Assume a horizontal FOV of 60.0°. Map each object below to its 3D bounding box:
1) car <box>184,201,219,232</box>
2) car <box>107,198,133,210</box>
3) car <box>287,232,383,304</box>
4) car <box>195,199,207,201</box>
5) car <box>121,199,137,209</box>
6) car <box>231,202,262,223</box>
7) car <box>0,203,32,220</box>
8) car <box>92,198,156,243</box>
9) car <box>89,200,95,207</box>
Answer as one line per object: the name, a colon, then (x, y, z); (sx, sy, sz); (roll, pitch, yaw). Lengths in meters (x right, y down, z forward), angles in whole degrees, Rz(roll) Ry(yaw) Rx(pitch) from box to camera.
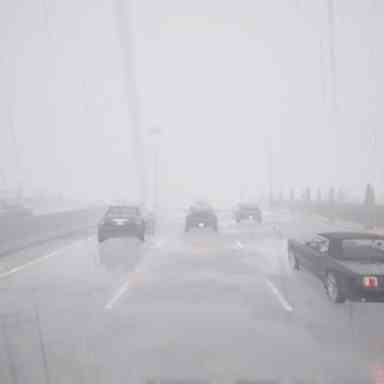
car: (0.563, 1.522, 20.323); (1.837, 1.490, 4.892); (0, 0, 1)
car: (-9.490, 1.554, 44.227); (2.033, 1.411, 5.357); (0, -1, 2)
car: (3.775, 1.623, 8.110); (1.895, 1.301, 4.718); (0, 0, 1)
car: (1.002, 1.537, 38.484); (1.837, 1.490, 4.892); (0, 0, 1)
car: (-12.440, 2.415, 65.777); (2.128, 1.511, 4.902); (0, -6, 1)
car: (4.196, 1.542, 25.840); (1.837, 1.490, 4.892); (0, 0, 1)
car: (-13.537, 1.524, 24.388); (1.994, 1.385, 4.181); (0, 0, 1)
car: (-3.028, 1.351, 16.386); (2.097, 1.767, 4.553); (0, 0, 1)
car: (-16.142, 2.020, 57.542); (2.033, 1.411, 5.357); (0, -4, 1)
